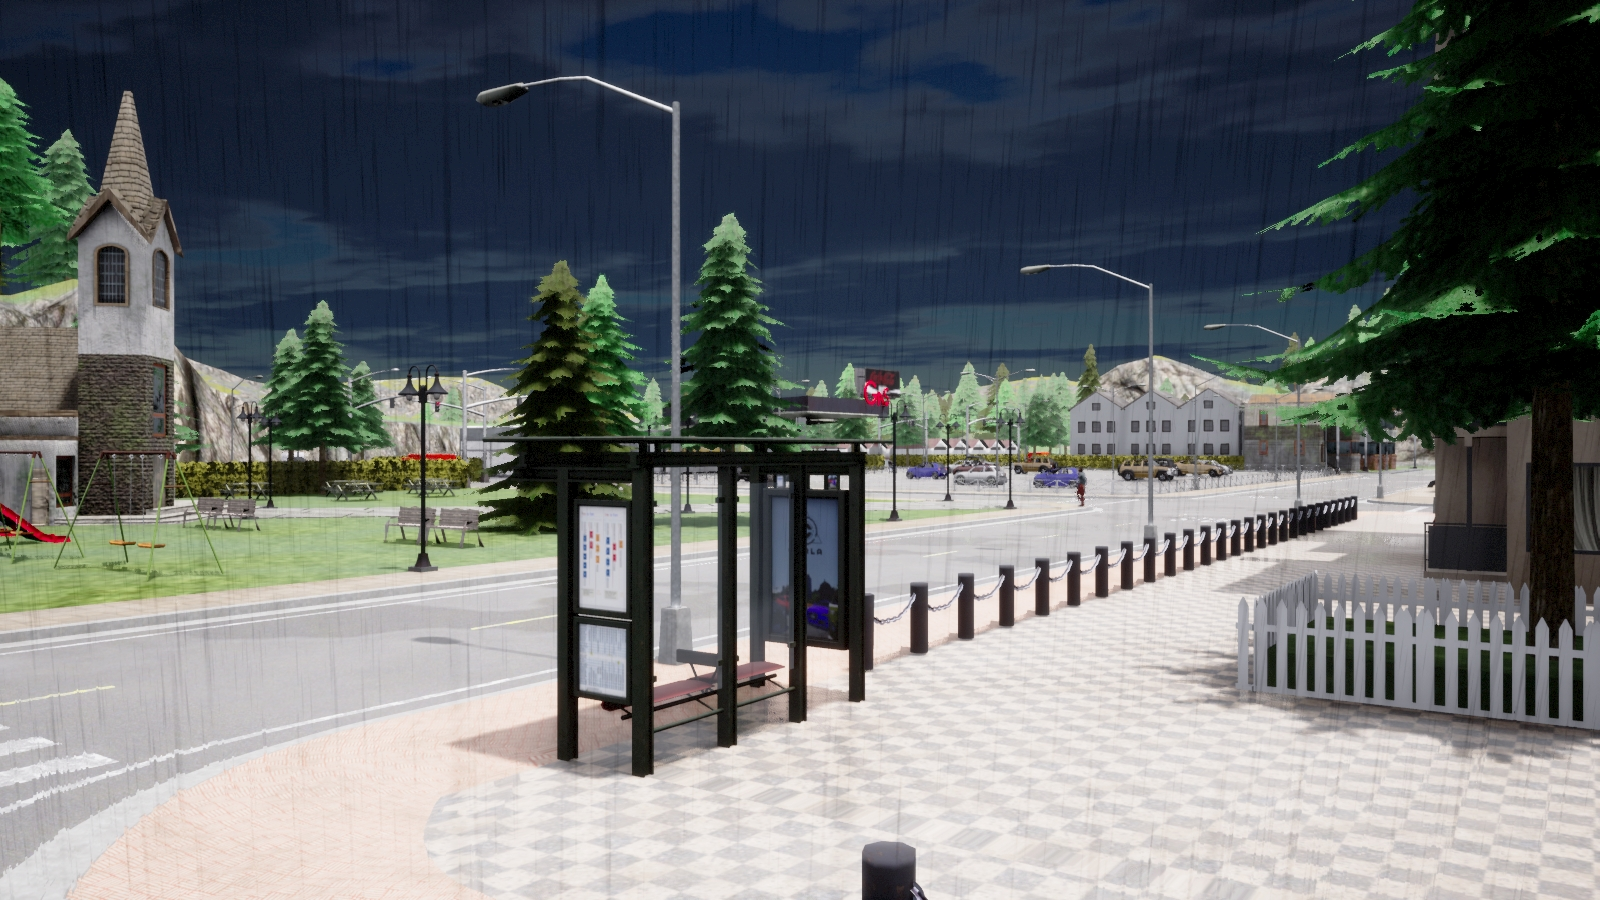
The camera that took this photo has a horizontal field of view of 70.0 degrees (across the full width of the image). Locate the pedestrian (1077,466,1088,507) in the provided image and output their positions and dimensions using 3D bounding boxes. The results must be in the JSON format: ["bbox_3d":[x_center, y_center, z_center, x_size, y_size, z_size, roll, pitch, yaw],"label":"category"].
[{"bbox_3d":[12.914,1.665,52.206,0.375,1.860,0.375,0,0,-7],"label":"pedestrian"}]
